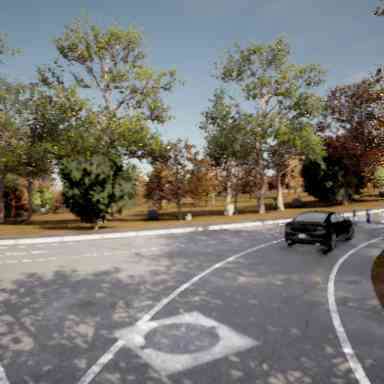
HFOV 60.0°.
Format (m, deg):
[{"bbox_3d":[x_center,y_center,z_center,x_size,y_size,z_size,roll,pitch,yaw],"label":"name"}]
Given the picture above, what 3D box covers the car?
[{"bbox_3d":[5.941,1.579,15.265,1.882,1.535,5.008,-1,0,38],"label":"car"}]
